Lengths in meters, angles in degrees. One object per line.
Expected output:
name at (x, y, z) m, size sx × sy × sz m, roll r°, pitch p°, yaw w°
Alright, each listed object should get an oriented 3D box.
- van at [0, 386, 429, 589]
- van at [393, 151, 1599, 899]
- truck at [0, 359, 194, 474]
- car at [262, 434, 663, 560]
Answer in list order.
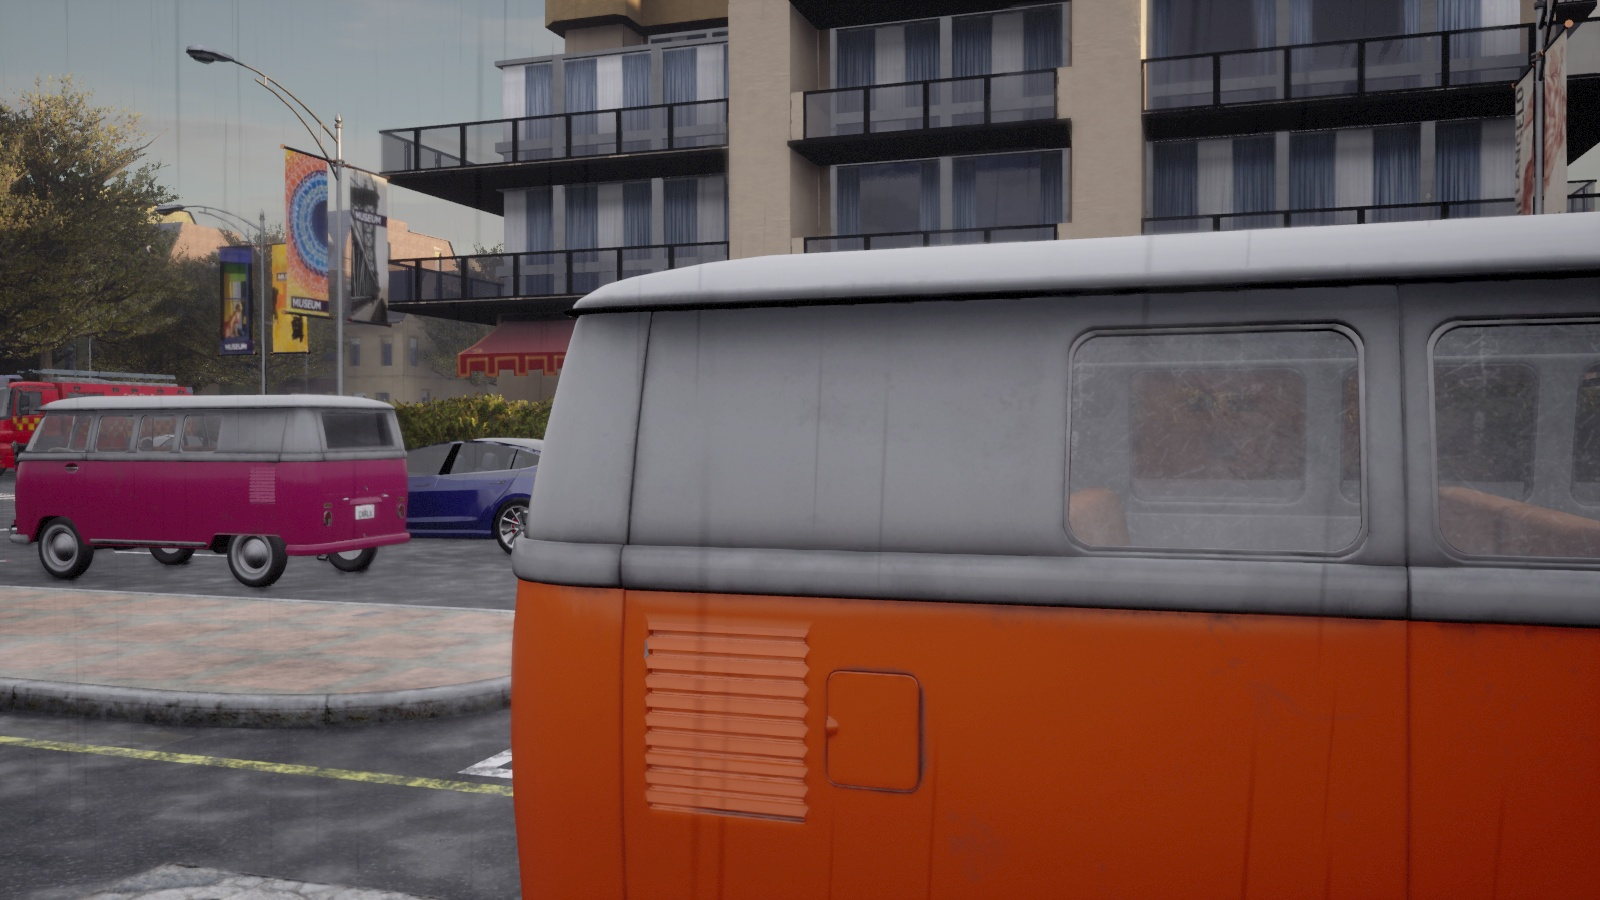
van at (-6.511, 0.334, 13.820) m, size 4.442 × 1.987 × 1.775 m, roll 1°, pitch 1°, yaw 19°
van at (1.570, 0.543, 2.661) m, size 4.442 × 1.987 × 1.775 m, roll 1°, pitch 1°, yaw 19°
truck at (-26.770, -1.180, 46.298) m, size 2.891 × 3.827 × 8.468 m, roll 1°, pitch 1°, yaw 18°
car at (-4.484, 0.540, 16.834) m, size 4.792 × 1.488 × 2.163 m, roll 1°, pitch 1°, yaw 19°
